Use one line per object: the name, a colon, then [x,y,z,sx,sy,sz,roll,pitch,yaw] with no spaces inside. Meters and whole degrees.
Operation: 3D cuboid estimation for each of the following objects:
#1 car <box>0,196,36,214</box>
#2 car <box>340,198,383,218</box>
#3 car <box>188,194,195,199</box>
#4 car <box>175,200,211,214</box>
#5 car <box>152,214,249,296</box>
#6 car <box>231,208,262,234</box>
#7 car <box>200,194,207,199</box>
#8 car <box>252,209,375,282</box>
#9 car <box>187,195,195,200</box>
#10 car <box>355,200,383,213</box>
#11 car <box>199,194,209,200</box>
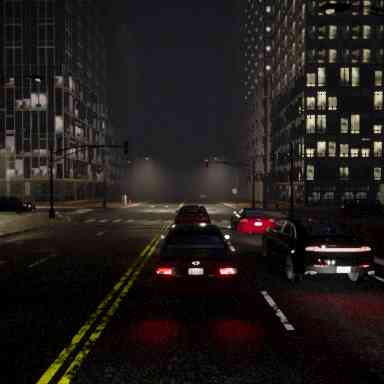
car: [-18.131,1.207,33.278,4.553,1.767,2.097,1,1,2]
car: [16.130,1.517,30.256,5.009,1.841,2.192,1,0,1]
car: [-0.217,1.333,91.454,1.895,1.301,4.718,0,0,0]
car: [0.061,1.467,18.609,1.882,1.535,5.008,0,0,1]
car: [0.081,1.543,8.789,2.033,1.411,5.357,0,0,0]
car: [3.306,1.554,18.504,1.994,1.385,4.181,0,0,0]
car: [3.033,1.262,91.431,1.812,1.442,4.674,0,0,0]
car: [3.326,1.487,9.704,2.128,1.511,4.902,0,0,0]
car: [-0.193,1.438,81.422,1.812,1.442,4.674,0,0,0]
car: [21.719,1.641,38.555,4.829,1.417,1.752,1,0,1]
car: [3.057,1.509,81.459,1.895,1.301,4.718,0,0,0]
